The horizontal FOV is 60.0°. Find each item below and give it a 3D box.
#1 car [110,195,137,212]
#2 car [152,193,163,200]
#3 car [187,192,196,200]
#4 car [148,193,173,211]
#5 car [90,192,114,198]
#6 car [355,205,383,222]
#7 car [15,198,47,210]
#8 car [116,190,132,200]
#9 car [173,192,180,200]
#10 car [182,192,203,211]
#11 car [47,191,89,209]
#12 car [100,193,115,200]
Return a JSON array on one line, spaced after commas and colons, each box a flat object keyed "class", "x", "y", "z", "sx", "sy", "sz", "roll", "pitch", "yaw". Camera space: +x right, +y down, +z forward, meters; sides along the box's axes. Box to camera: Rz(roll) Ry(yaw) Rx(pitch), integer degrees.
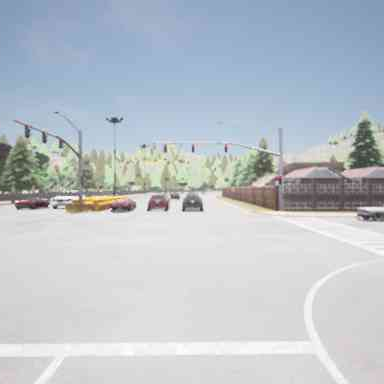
[{"class": "car", "x": -6.939, "y": 1.280, "z": 34.255, "sx": 1.895, "sy": 1.301, "sz": 4.718, "roll": 0, "pitch": 1, "yaw": 0}, {"class": "car", "x": -7.078, "y": 0.947, "z": 68.517, "sx": 1.895, "sy": 1.301, "sz": 4.718, "roll": 0, "pitch": 1, "yaw": 0}, {"class": "car", "x": -0.077, "y": 0.843, "z": 68.077, "sx": 1.837, "sy": 1.490, "sz": 4.892, "roll": 0, "pitch": 1, "yaw": 0}, {"class": "car", "x": -3.442, "y": 1.013, "z": 35.544, "sx": 2.097, "sy": 1.767, "sz": 4.553, "roll": 0, "pitch": 1, "yaw": 0}, {"class": "car", "x": -14.131, "y": 0.859, "z": 53.273, "sx": 2.097, "sy": 1.767, "sz": 4.553, "roll": 0, "pitch": 1, "yaw": 0}, {"class": "car", "x": 14.090, "y": 1.352, "z": 23.212, "sx": 4.718, "sy": 1.301, "sz": 1.895, "roll": 0, "pitch": 1, "yaw": 2}, {"class": "car", "x": -17.634, "y": 1.273, "z": 36.869, "sx": 1.895, "sy": 1.301, "sz": 4.718, "roll": 0, "pitch": 1, "yaw": 0}, {"class": "car", "x": -14.079, "y": 0.563, "z": 68.940, "sx": 2.150, "sy": 2.045, "sz": 5.566, "roll": 0, "pitch": 1, "yaw": 0}, {"class": "car", "x": -3.577, "y": 0.824, "z": 68.073, "sx": 1.882, "sy": 1.535, "sz": 5.008, "roll": 0, "pitch": 1, "yaw": 0}, {"class": "car", "x": 0.059, "y": 1.008, "z": 35.534, "sx": 2.097, "sy": 1.767, "sz": 4.553, "roll": 0, "pitch": 1, "yaw": 0}, {"class": "car", "x": -14.140, "y": 0.875, "z": 38.297, "sx": 2.150, "sy": 2.045, "sz": 5.566, "roll": 0, "pitch": 0, "yaw": 0}, {"class": "car", "x": -17.579, "y": 0.945, "z": 69.392, "sx": 1.895, "sy": 1.301, "sz": 4.718, "roll": 0, "pitch": 1, "yaw": 0}]
